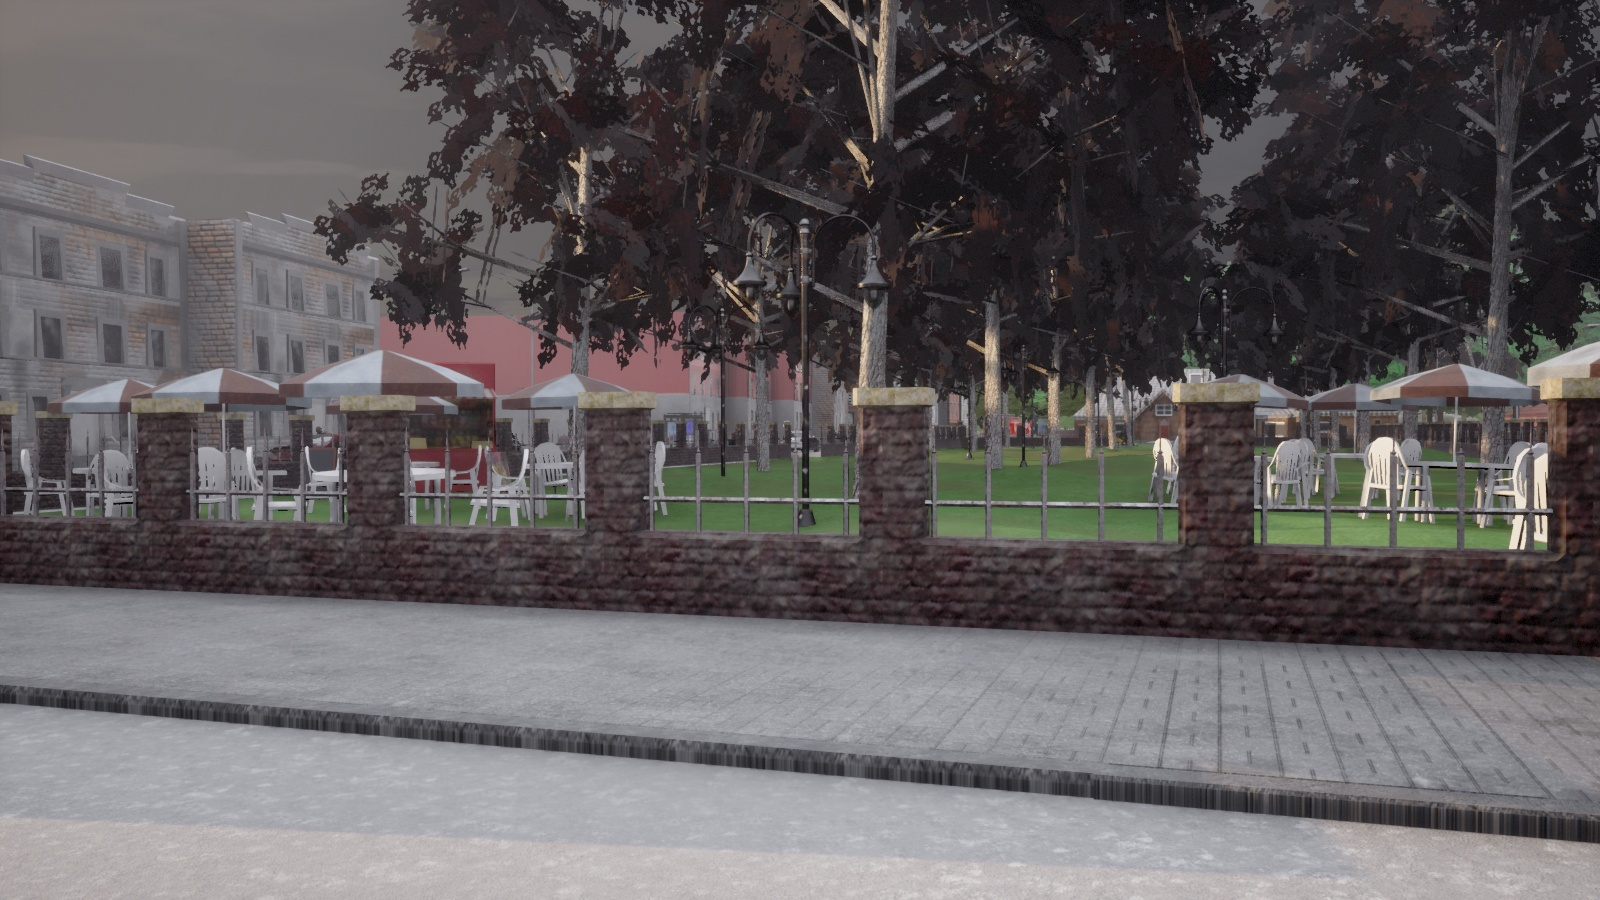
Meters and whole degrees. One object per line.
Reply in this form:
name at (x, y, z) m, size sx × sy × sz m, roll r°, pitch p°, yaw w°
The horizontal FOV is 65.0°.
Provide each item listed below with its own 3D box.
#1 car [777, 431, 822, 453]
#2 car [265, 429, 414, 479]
car at (-0.002, -0.583, 85.850) m, size 1.970 × 1.475 × 3.806 m, roll 1°, pitch 1°, yaw 19°
car at (-14.926, 0.091, 41.041) m, size 1.882 × 1.535 × 5.008 m, roll 1°, pitch 1°, yaw 18°
